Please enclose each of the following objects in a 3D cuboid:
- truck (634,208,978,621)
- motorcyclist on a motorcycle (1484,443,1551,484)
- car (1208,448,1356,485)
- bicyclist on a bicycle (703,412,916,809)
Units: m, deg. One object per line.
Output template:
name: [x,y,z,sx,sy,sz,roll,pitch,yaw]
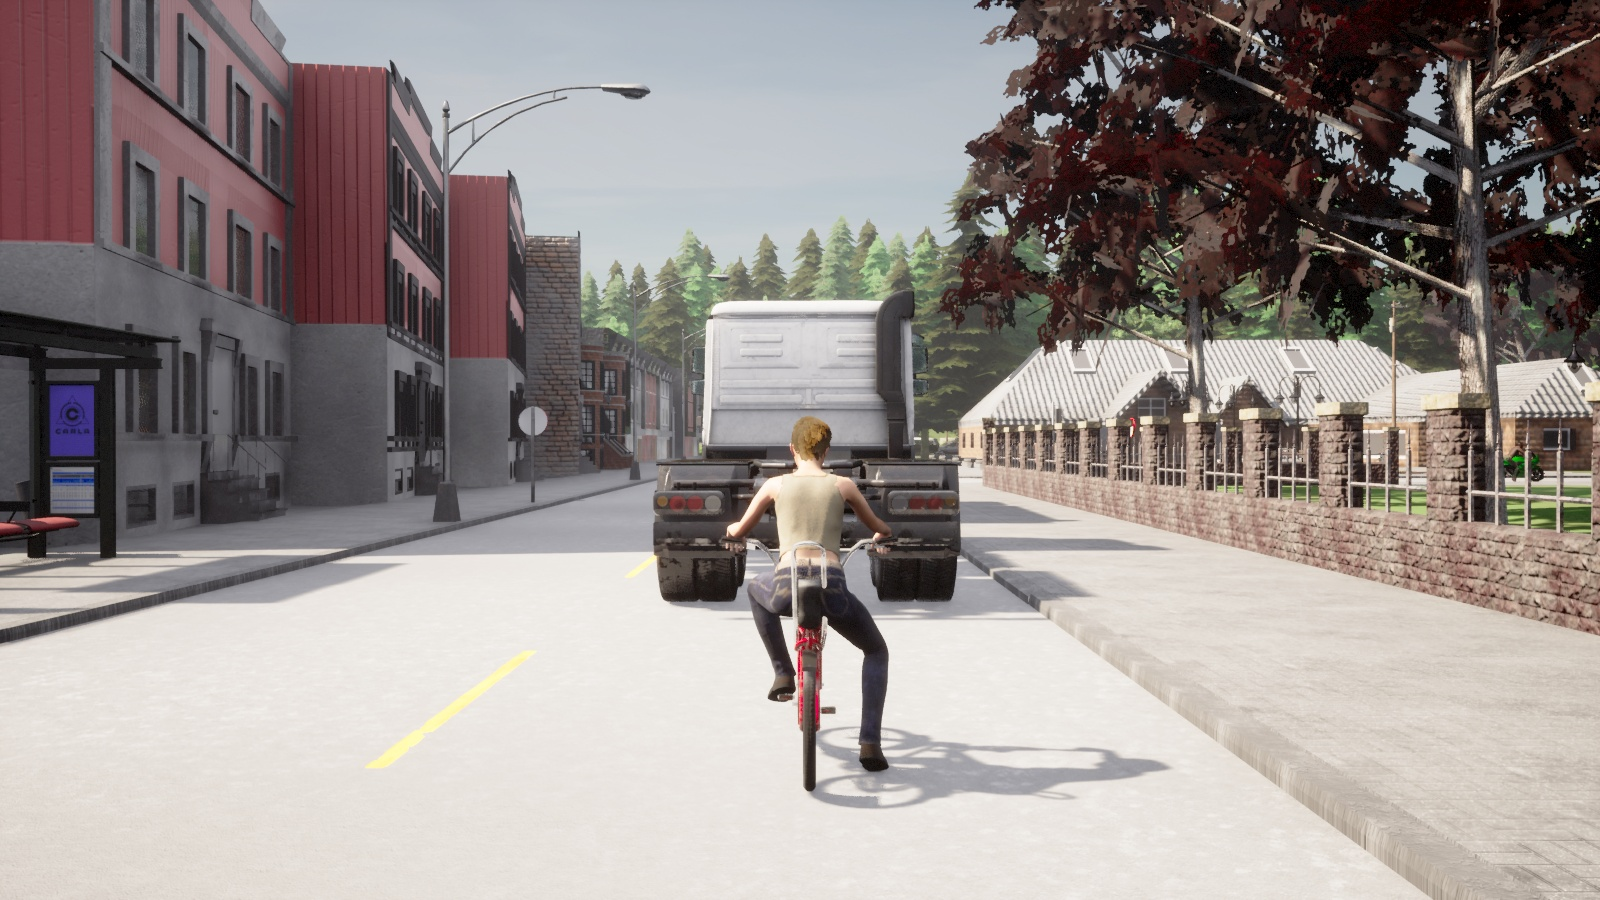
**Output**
truck: [0.095,-0.317,14.519,2.891,3.462,7.936,0,0,1]
motorcyclist on a motorcycle: [26.488,0.488,46.375,2.044,1.523,0.797,0,0,-1]
car: [17.769,0.599,46.425,4.718,1.301,1.895,0,0,-1]
bicyclist on a bicycle: [0.044,0.650,5.856,0.866,1.612,1.509,0,0,0]
